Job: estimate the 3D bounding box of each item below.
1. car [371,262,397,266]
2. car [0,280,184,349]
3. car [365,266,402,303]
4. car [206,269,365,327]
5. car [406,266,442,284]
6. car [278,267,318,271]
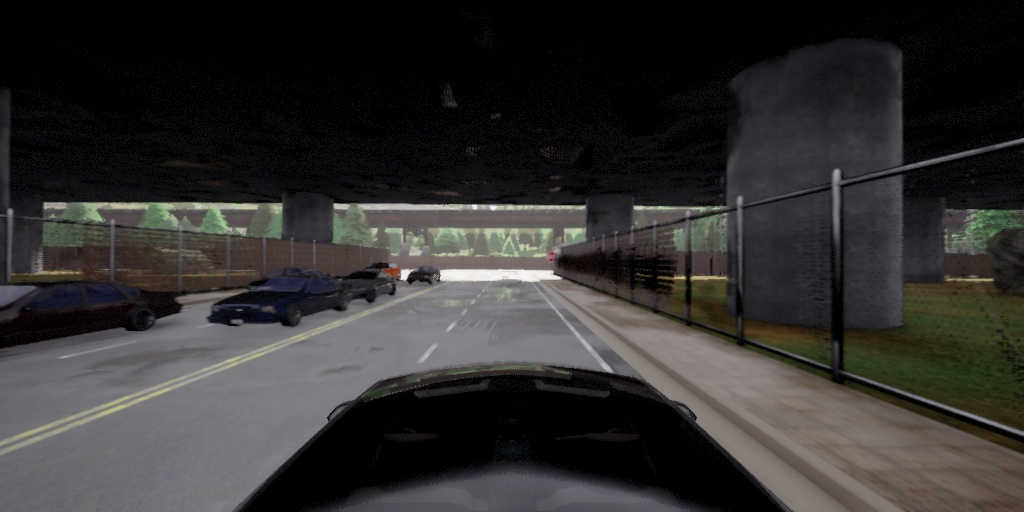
[{"bbox_3d":[-10.554,1.269,29.028,2.097,1.767,4.553,0,0,0],"label":"car"},{"bbox_3d":[-10.611,1.275,8.150,2.033,1.411,5.357,0,0,0],"label":"car"},{"bbox_3d":[-7.028,1.381,17.431,1.812,1.442,4.674,0,-1,0],"label":"car"},{"bbox_3d":[-7.114,1.337,11.949,2.033,1.411,5.357,0,-1,0],"label":"car"},{"bbox_3d":[-7.052,1.495,29.385,2.033,1.411,5.357,0,-1,0],"label":"car"},{"bbox_3d":[-10.527,1.311,17.425,2.128,1.511,4.902,0,-1,0],"label":"car"}]
